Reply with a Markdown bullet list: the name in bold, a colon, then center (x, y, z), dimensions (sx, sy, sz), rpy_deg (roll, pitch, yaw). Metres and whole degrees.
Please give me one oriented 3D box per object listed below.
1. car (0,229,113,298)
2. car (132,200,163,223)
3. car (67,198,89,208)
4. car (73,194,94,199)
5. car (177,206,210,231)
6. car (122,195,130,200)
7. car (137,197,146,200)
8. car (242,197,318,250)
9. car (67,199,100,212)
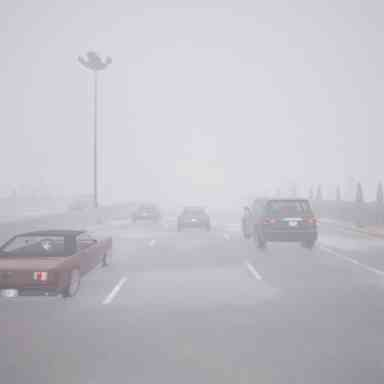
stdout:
- **car**: center (-3.399, 1.602, 8.450), dimensions (1.895, 1.301, 4.718), rpy_deg (0, 0, 0)
- **car**: center (-3.396, 1.574, 25.996), dimensions (1.994, 1.385, 4.181), rpy_deg (0, 0, 0)
- **car**: center (-17.548, 1.629, 51.489), dimensions (1.994, 1.385, 4.181), rpy_deg (0, 0, 0)
- **car**: center (-14.072, 1.268, 43.631), dimensions (2.150, 2.045, 5.566), rpy_deg (0, 0, 0)
- **car**: center (0.103, 1.569, 20.813), dimensions (1.994, 1.385, 4.181), rpy_deg (0, 0, 0)
- **car**: center (-17.089, 1.517, 85.808), dimensions (1.882, 1.535, 5.008), rpy_deg (0, 0, -15)
- **car**: center (-11.327, 1.706, 74.776), dimensions (1.994, 1.385, 4.181), rpy_deg (0, 0, -7)
- **car**: center (3.602, 1.223, 14.561), dimensions (2.150, 2.045, 5.566), rpy_deg (0, 0, 0)
- **car**: center (-10.590, 1.622, 32.824), dimensions (1.895, 1.301, 4.718), rpy_deg (0, 0, 0)
